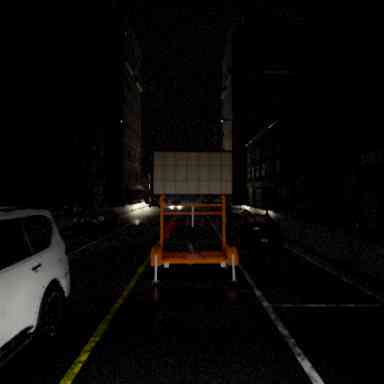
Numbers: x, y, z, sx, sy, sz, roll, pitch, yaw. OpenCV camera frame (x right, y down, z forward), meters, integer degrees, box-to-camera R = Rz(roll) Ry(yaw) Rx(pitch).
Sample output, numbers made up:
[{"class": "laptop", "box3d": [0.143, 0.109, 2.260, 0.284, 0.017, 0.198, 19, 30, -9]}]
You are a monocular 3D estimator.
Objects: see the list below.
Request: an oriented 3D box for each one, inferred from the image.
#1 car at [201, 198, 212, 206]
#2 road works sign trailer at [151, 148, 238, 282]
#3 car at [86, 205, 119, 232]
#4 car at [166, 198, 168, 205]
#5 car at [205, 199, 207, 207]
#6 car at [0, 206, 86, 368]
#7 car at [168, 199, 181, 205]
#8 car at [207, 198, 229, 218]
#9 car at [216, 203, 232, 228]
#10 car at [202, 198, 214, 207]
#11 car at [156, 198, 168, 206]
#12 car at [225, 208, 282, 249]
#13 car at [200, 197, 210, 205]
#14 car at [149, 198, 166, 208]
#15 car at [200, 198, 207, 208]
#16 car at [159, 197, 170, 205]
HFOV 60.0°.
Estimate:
[{"class": "car", "box3d": [2.722, 1.846, 64.314, 1.887, 1.381, 4.507, -1, 0, 0]}, {"class": "road works sign trailer", "box3d": [0.020, 0.505, 9.875, 2.380, 3.560, 2.880, 0, 0, -3]}, {"class": "car", "box3d": [-5.784, 1.527, 20.270, 1.967, 1.590, 4.097, -1, 0, 0]}, {"class": "car", "box3d": [-5.800, 1.839, 58.805, 1.947, 1.339, 4.313, -1, 0, 0]}, {"class": "car", "box3d": [2.735, 1.709, 36.789, 1.887, 1.381, 4.507, -1, 0, 0]}, {"class": "car", "box3d": [-3.102, 1.235, 3.421, 2.150, 2.045, 5.566, 0, 0, 0]}, {"class": "car", "box3d": [-3.026, 1.896, 63.194, 1.895, 1.301, 4.718, 0, 0, 0]}, {"class": "car", "box3d": [2.736, 1.578, 31.285, 1.967, 1.590, 4.097, -1, 0, 0]}, {"class": "car", "box3d": [2.743, 1.632, 20.274, 1.887, 1.381, 4.507, -1, 0, 0]}, {"class": "car", "box3d": [2.725, 1.818, 58.809, 1.887, 1.381, 4.507, -1, 0, 0]}, {"class": "car", "box3d": [-5.803, 1.852, 64.310, 2.008, 1.369, 4.403, -1, 0, 0]}, {"class": "car", "box3d": [2.745, 1.613, 14.768, 2.008, 1.369, 4.403, -1, 0, 0]}, {"class": "car", "box3d": [2.719, 1.874, 69.820, 1.887, 1.381, 4.507, -1, 0, 0]}, {"class": "car", "box3d": [-5.799, 1.685, 53.301, 1.967, 1.590, 4.097, -1, 0, 0]}, {"class": "car", "box3d": [2.727, 1.811, 53.304, 1.947, 1.339, 4.313, -1, 0, 0]}, {"class": "car", "box3d": [-5.806, 1.874, 69.816, 1.887, 1.381, 4.507, -1, 0, 0]}]
